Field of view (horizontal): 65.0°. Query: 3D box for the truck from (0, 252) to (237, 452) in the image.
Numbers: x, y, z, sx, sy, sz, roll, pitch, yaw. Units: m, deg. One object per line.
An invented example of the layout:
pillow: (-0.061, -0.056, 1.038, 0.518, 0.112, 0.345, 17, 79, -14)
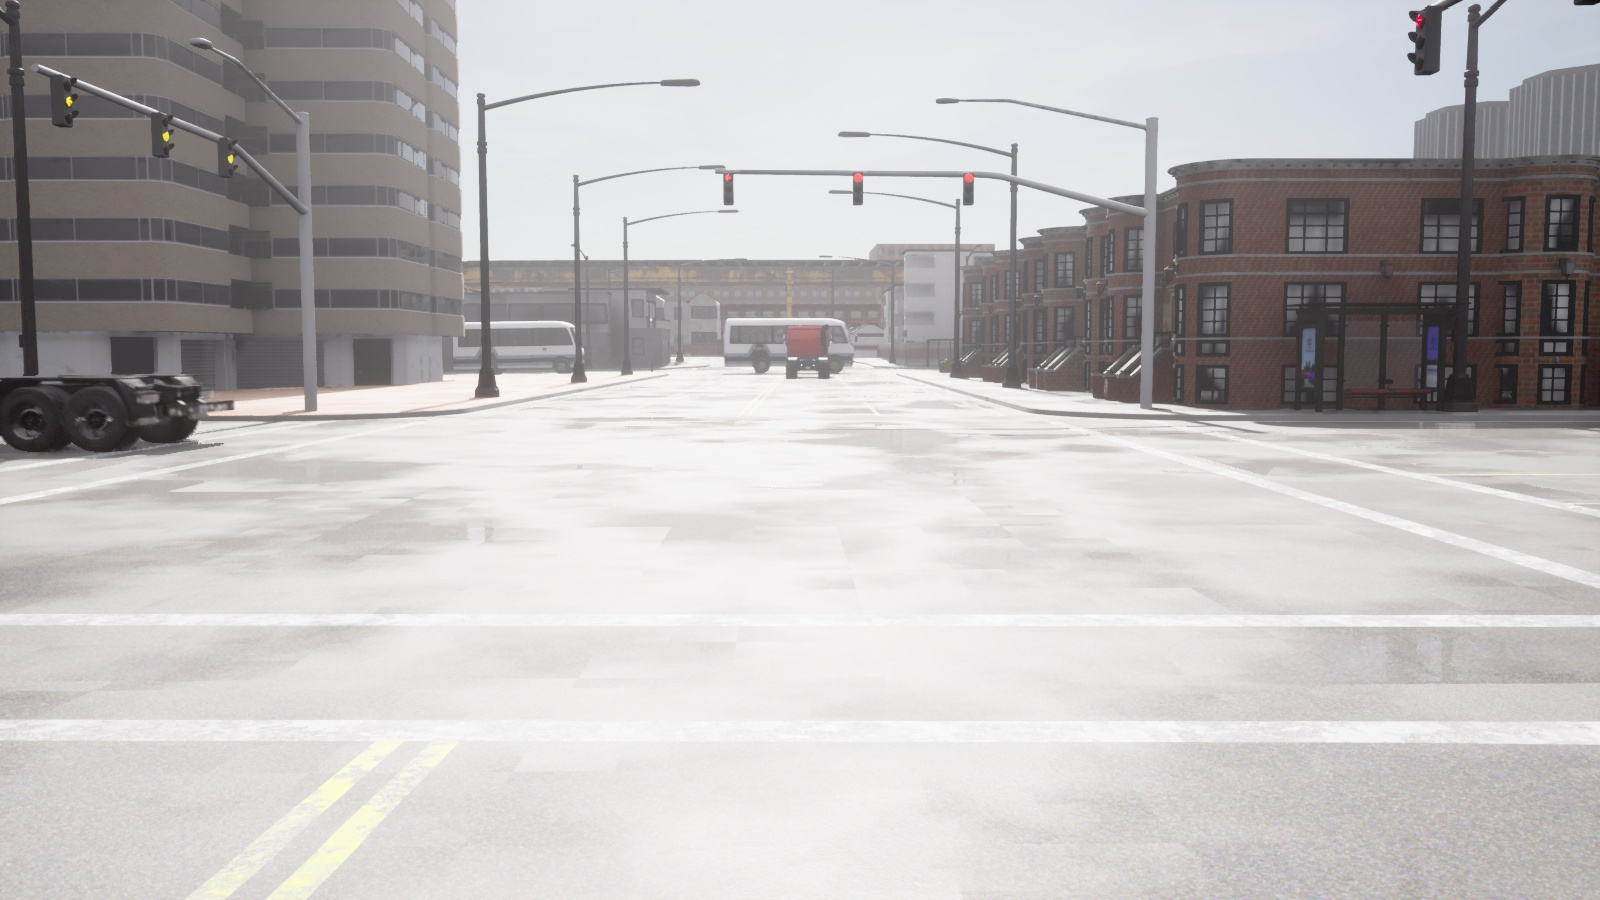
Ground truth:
truck: (-15.079, -1.803, 23.217, 7.936, 3.462, 2.891, 0, 5, 1)

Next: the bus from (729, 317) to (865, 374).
bus: (-0.247, -8.036, 96.955, 10.273, 4.253, 3.944, 0, 4, -1)

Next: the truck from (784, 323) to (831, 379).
truck: (0.512, -6.412, 81.219, 2.891, 3.462, 7.936, 0, 5, 0)
